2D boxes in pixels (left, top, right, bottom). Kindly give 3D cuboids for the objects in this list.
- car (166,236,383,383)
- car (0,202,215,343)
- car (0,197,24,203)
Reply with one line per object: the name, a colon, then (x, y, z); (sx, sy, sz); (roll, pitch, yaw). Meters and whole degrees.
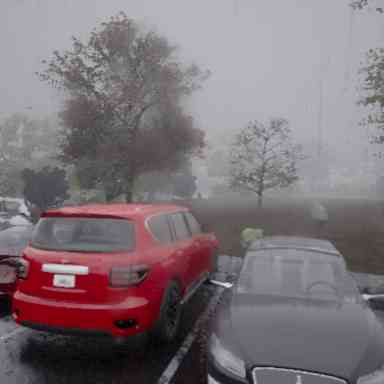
car: (1.505, 1.497, 5.052); (2.231, 1.521, 4.892); (1, -1, 15)
car: (-0.926, 1.252, 6.796); (2.435, 2.045, 5.566); (0, -1, 15)
car: (-8.258, 1.212, 11.829); (2.435, 2.045, 5.566); (1, 0, 14)
